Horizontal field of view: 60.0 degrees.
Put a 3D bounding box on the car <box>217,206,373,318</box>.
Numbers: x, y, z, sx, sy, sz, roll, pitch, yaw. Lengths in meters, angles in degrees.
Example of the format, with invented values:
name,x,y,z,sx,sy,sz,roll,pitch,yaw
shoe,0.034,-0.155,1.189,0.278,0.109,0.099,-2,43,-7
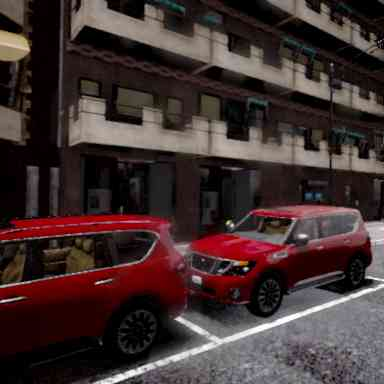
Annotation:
name,x,y,z,sx,sy,sz,roll,pitch,yaw
car,2.148,1.291,7.600,5.009,1.841,2.192,0,2,-35

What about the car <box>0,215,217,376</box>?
name,x,y,z,sx,sy,sz,roll,pitch,yaw
car,-2.354,1.314,4.390,5.009,1.841,2.192,0,2,-35
